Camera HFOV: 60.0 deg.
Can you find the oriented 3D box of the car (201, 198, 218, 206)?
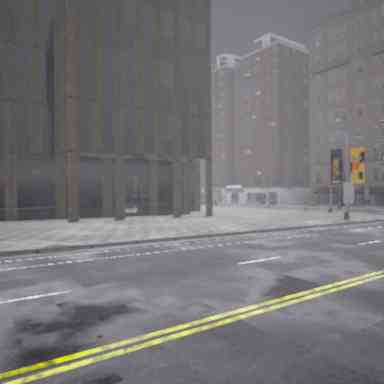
[{"bbox_3d":[3.059,1.957,64.743,2.128,1.511,4.902,-1,0,-35],"label":"car"}]
